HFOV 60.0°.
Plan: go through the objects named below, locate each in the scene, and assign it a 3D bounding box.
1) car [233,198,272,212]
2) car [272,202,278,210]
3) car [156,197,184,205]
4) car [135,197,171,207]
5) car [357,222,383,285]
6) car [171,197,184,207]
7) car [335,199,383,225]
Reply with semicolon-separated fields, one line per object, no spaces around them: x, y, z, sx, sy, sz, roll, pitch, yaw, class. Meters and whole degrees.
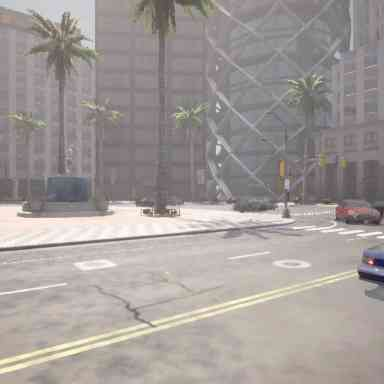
6.719;1.564;38.637;1.994;1.385;4.181;0;0;-38;car
8.551;1.492;41.932;2.128;1.511;4.902;0;0;-40;car
-3.907;1.601;60.065;4.718;1.301;1.895;0;0;21;car
-5.983;1.601;49.360;4.718;1.301;1.895;0;0;22;car
6.233;1.547;8.220;5.357;1.411;2.033;0;0;-35;car
-3.730;1.525;52.079;4.674;1.442;1.812;0;0;24;car
11.775;1.352;23.781;2.097;1.767;4.553;0;0;12;car
